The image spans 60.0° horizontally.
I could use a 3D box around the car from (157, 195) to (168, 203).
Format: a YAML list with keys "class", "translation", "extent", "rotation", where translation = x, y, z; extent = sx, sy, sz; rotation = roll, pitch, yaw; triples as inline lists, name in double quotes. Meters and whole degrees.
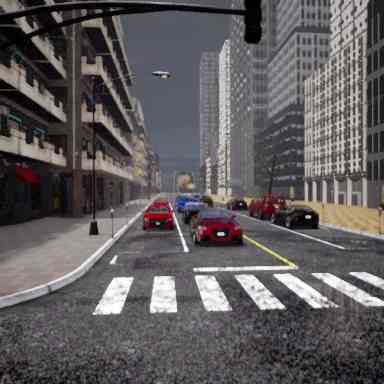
- class: "car"
  translation: [-5.143, 1.232, 58.543]
  extent: [1.947, 1.339, 4.313]
  rotation: [0, 0, -5]

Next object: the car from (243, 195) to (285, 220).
- class: "car"
  translation: [5.896, 1.140, 26.192]
  extent: [2.192, 1.841, 5.009]
  rotation: [0, 0, -5]

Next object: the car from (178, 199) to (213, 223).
- class: "car"
  translation: [0.271, 1.453, 23.859]
  extent: [1.895, 1.301, 4.718]
  rotation: [0, 0, -5]

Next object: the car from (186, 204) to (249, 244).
- class: "car"
  translation: [0.980, 1.469, 15.108]
  extent: [1.994, 1.385, 4.181]
  rotation: [0, 0, -5]

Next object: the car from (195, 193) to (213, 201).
- class: "car"
  translation: [1.728, 1.231, 44.787]
  extent: [1.837, 1.490, 4.892]
  rotation: [0, 0, -4]

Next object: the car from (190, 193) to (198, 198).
- class: "car"
  translation: [0.526, 1.034, 92.250]
  extent: [2.008, 1.369, 4.403]
  rotation: [0, 0, -5]

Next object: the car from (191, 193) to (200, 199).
- class: "car"
  translation: [0.974, 1.060, 86.744]
  extent: [2.008, 1.369, 4.403]
  rotation: [0, 0, -5]

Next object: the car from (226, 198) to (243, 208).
- class: "car"
  translation: [5.000, 1.328, 37.202]
  extent: [1.947, 1.339, 4.313]
  rotation: [0, 0, -5]

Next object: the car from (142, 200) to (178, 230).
- class: "car"
  translation: [-2.010, 1.426, 20.011]
  extent: [1.887, 1.381, 4.507]
  rotation: [0, 0, -5]

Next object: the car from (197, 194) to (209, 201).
- class: "car"
  translation: [2.316, 1.152, 70.230]
  extent: [1.947, 1.339, 4.313]
  rotation: [0, 0, -5]

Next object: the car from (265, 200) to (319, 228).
- class: "car"
  translation: [6.343, 1.423, 20.689]
  extent: [1.947, 1.339, 4.313]
  rotation: [0, 0, -5]

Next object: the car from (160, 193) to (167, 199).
- class: "car"
  translation: [-7.827, 1.053, 91.571]
  extent: [1.887, 1.381, 4.507]
  rotation: [0, 0, -5]

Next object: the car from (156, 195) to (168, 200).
- class: "car"
  translation: [-3.353, 1.331, 36.524]
  extent: [1.887, 1.381, 4.507]
  rotation: [0, 0, -5]

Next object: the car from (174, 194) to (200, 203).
- class: "car"
  translation: [-0.562, 1.271, 34.228]
  extent: [1.882, 1.535, 5.008]
  rotation: [0, 0, -4]

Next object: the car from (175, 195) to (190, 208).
- class: "car"
  translation: [-1.365, 1.239, 44.611]
  extent: [1.837, 1.490, 4.892]
  rotation: [0, 0, -4]

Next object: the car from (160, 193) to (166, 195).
- class: "car"
  translation: [-4.233, 1.251, 47.364]
  extent: [1.752, 1.417, 4.829]
  rotation: [0, 0, -5]

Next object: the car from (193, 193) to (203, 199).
- class: "car"
  translation: [1.421, 0.974, 81.239]
  extent: [1.967, 1.590, 4.097]
  rotation: [0, 0, -5]

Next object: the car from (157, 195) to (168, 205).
- class: "car"
  translation: [-4.682, 1.221, 52.869]
  extent: [1.752, 1.417, 4.829]
  rotation: [0, 0, -5]
